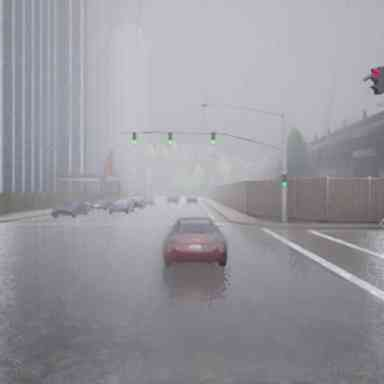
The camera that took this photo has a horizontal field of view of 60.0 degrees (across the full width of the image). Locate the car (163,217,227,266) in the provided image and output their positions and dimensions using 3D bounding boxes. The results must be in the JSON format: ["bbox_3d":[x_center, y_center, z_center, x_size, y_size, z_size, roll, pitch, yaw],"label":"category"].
[{"bbox_3d":[0.099,1.559,11.620,1.994,1.385,4.181,0,0,0],"label":"car"}]

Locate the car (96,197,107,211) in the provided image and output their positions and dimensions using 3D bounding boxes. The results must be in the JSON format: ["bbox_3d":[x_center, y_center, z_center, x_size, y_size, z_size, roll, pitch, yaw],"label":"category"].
[{"bbox_3d":[-10.591,1.379,39.276,2.128,1.511,4.902,0,0,0],"label":"car"}]

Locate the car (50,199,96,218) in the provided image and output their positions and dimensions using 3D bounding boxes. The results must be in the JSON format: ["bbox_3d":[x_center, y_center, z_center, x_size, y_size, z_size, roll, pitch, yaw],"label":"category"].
[{"bbox_3d":[-10.599,1.457,29.536,2.033,1.411,5.357,0,0,0],"label":"car"}]

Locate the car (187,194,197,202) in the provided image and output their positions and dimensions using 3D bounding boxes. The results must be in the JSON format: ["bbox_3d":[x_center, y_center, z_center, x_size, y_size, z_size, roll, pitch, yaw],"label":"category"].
[{"bbox_3d":[-0.003,1.312,70.955,1.882,1.535,5.008,0,0,0],"label":"car"}]

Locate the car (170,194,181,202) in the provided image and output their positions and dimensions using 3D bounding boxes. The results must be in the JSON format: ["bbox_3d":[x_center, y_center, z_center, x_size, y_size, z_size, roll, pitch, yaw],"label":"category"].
[{"bbox_3d":[-3.503,1.215,70.426,2.128,1.511,4.902,0,0,0],"label":"car"}]

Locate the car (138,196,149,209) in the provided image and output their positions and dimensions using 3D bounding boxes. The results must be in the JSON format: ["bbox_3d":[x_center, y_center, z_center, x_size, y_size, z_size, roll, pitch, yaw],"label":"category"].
[{"bbox_3d":[-7.084,1.487,42.906,1.895,1.301,4.718,0,0,0],"label":"car"}]

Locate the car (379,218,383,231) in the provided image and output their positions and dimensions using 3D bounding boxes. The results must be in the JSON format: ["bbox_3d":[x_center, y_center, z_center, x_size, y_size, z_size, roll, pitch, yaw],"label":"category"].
[{"bbox_3d":[12.367,1.561,17.513,4.674,1.442,1.812,0,0,-3],"label":"car"}]

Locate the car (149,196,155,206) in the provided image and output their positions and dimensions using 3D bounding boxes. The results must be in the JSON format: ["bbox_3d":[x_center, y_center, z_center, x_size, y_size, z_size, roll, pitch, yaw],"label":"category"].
[{"bbox_3d":[-7.024,1.354,52.924,2.128,1.511,4.902,0,0,0],"label":"car"}]

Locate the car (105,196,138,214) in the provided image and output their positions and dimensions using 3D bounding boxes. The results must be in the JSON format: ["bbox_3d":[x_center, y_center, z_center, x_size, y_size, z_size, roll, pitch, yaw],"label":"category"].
[{"bbox_3d":[-7.080,1.432,33.826,1.812,1.442,4.674,0,0,0],"label":"car"}]

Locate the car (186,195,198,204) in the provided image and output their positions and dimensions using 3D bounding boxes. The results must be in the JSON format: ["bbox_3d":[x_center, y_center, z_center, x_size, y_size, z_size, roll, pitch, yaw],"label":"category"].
[{"bbox_3d":[0.005,1.336,60.548,1.882,1.535,5.008,0,0,0],"label":"car"}]

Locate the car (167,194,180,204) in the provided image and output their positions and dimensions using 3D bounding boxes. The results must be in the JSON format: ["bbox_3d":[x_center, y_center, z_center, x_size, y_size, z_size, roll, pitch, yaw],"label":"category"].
[{"bbox_3d":[-3.503,1.358,60.002,1.837,1.490,4.892,0,0,0],"label":"car"}]

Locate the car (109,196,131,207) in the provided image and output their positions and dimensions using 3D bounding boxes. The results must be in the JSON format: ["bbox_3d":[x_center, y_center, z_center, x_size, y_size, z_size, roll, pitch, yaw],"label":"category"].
[{"bbox_3d":[-10.553,1.355,49.087,2.128,1.511,4.902,0,0,0],"label":"car"}]
